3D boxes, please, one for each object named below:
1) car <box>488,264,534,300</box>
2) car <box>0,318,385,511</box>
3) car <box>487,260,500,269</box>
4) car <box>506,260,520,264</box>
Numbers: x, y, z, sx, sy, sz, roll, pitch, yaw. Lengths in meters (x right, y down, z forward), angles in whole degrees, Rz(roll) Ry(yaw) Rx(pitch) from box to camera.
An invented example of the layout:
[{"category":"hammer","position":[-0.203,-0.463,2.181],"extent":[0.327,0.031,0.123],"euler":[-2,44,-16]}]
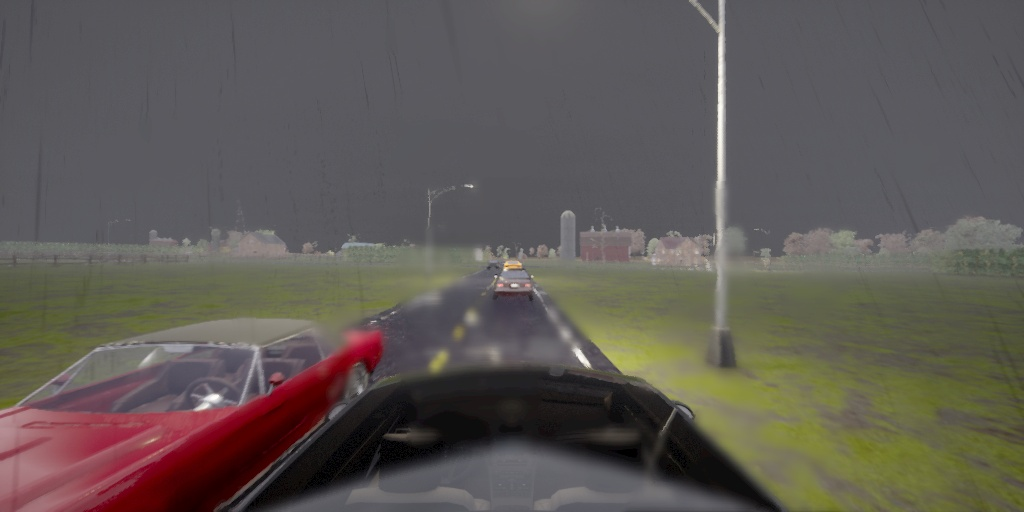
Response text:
[{"category":"car","position":[0.095,1.291,17.543],"extent":[2.033,1.411,5.357],"euler":[0,0,0]},{"category":"car","position":[-2.852,1.350,3.199],"extent":[1.895,1.301,4.718],"euler":[0,0,0]},{"category":"car","position":[-2.773,1.307,55.248],"extent":[2.033,1.411,5.357],"euler":[0,0,0]},{"category":"car","position":[0.092,1.225,39.228],"extent":[1.882,1.535,5.008],"euler":[0,0,0]}]
